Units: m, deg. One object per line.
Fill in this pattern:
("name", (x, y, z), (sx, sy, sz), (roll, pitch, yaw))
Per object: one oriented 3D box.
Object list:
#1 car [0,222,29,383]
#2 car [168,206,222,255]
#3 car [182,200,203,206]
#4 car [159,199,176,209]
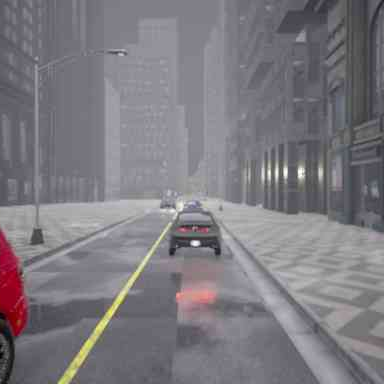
("car", (-3.102, 1.215, 1.886), (2.150, 2.045, 5.566), (0, 0, 0))
("car", (0.097, 1.468, 13.144), (1.837, 1.490, 4.892), (0, -2, 0))
("car", (0.082, 1.478, 30.984), (1.812, 1.442, 4.674), (0, -1, 0))
("car", (-3.109, 1.551, 43.823), (1.994, 1.385, 4.181), (0, 0, 0))
